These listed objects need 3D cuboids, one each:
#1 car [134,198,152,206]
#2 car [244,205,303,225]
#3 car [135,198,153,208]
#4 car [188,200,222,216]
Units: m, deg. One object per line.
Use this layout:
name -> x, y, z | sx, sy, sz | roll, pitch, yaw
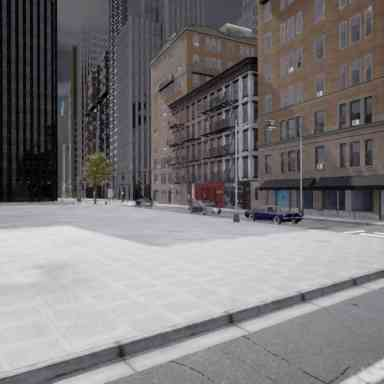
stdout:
car -> -9.234, 1.816, 61.942 | 1.837, 1.490, 4.892 | 0, 0, -27
car -> 6.019, 1.687, 24.957 | 1.895, 1.301, 4.718 | 0, 0, -26
car -> -7.679, 1.756, 52.864 | 2.128, 1.511, 4.902 | 0, 0, -26
car -> 1.276, 1.635, 34.564 | 2.128, 1.511, 4.902 | 0, 0, -26
